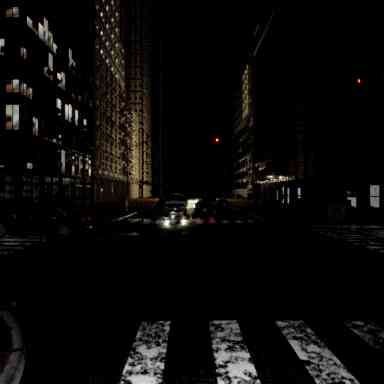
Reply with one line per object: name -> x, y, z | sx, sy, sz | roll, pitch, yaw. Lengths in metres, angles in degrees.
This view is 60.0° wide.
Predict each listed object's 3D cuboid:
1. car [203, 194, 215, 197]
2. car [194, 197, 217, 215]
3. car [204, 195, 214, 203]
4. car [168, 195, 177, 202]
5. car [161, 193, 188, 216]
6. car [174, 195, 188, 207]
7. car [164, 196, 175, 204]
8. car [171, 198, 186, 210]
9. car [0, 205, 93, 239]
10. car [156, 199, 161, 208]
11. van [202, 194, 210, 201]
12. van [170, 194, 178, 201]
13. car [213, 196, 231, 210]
car -> 3.585, 1.313, 63.923 | 2.192, 1.841, 5.009 | 0, 0, 0
car -> 1.244, 1.542, 34.511 | 1.812, 1.442, 4.674 | 0, 0, 0
car -> 3.544, 1.432, 69.452 | 1.967, 1.590, 4.097 | 0, 0, 0
car -> -4.377, 1.426, 74.921 | 1.967, 1.590, 4.097 | 0, 0, 0
car -> -1.604, 1.239, 33.749 | 2.150, 2.045, 5.566 | 0, 0, 0
car -> -1.739, 1.360, 53.495 | 2.097, 1.767, 4.553 | 0, 0, -1
car -> -4.295, 1.563, 63.866 | 1.947, 1.339, 4.313 | 0, 0, 0
car -> -1.676, 1.538, 43.702 | 1.812, 1.442, 4.674 | 0, 0, 0
car -> -7.408, 1.408, 16.305 | 4.892, 1.490, 1.837 | 2, -1, -3
car -> -4.173, 1.592, 47.283 | 1.802, 1.307, 4.206 | 0, 0, 0
van -> 3.463, 1.321, 80.506 | 1.690, 1.788, 3.998 | 0, 0, 0
van -> -4.417, 1.321, 80.448 | 1.690, 1.788, 3.998 | 0, 0, 0
car -> 3.797, 1.579, 41.815 | 1.947, 1.339, 4.313 | 0, 0, 0
